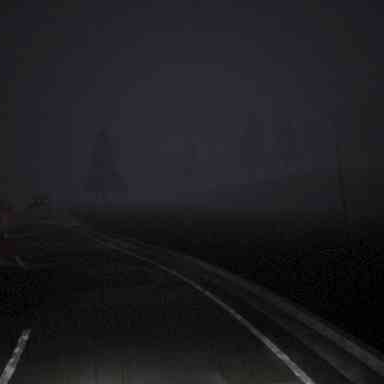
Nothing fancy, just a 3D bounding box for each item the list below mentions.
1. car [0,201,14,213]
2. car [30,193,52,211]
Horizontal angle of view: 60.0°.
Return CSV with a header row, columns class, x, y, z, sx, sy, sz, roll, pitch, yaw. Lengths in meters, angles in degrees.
class,x,y,z,sx,sy,sz,roll,pitch,yaw
car,-20.369,1.584,35.849,1.895,1.301,4.718,0,0,-23
car,-18.608,1.193,40.950,2.150,2.045,5.566,0,0,-21
